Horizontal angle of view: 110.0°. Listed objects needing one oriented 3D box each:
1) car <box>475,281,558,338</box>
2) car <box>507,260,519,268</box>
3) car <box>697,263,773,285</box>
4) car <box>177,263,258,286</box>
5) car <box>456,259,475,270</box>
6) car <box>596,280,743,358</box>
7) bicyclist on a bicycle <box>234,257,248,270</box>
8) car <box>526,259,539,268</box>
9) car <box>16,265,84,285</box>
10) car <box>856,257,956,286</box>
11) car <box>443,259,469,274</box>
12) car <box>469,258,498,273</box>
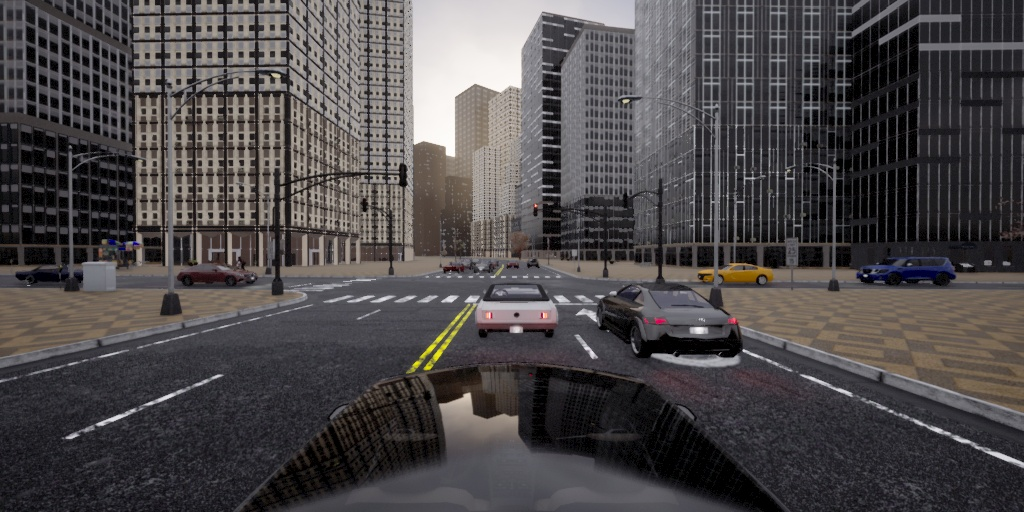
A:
[{"bbox_3d":[0.101,1.348,10.183,1.895,1.301,4.718,0,0,0],"label":"car"},{"bbox_3d":[0.115,1.288,57.532,1.895,1.301,4.718,0,0,0],"label":"car"},{"bbox_3d":[16.316,1.285,26.346,5.008,1.535,1.882,0,0,1],"label":"car"},{"bbox_3d":[-19.480,1.193,23.767,4.674,1.442,1.812,0,0,1],"label":"car"},{"bbox_3d":[-6.565,1.192,51.280,2.128,1.511,4.902,0,0,0],"label":"car"},{"bbox_3d":[3.356,1.312,8.470,1.994,1.385,4.181,0,0,0],"label":"car"},{"bbox_3d":[-24.699,0.871,32.632,0.582,1.620,1.656,0,1,1],"label":"bicyclist on a bicycle"},{"bbox_3d":[3.361,1.189,59.073,1.837,1.490,4.892,0,0,0],"label":"car"},{"bbox_3d":[-29.782,1.220,24.030,4.718,1.301,1.895,0,0,1],"label":"car"},{"bbox_3d":[28.557,1.081,26.080,5.566,2.045,2.150,0,0,2],"label":"car"},{"bbox_3d":[-6.578,1.320,41.186,1.895,1.301,4.718,0,0,3],"label":"car"},{"bbox_3d":[-3.275,1.210,41.870,2.128,1.511,4.902,0,0,3],"label":"car"}]
